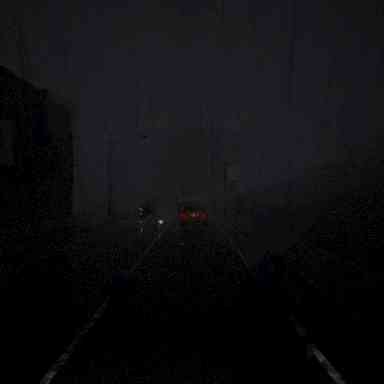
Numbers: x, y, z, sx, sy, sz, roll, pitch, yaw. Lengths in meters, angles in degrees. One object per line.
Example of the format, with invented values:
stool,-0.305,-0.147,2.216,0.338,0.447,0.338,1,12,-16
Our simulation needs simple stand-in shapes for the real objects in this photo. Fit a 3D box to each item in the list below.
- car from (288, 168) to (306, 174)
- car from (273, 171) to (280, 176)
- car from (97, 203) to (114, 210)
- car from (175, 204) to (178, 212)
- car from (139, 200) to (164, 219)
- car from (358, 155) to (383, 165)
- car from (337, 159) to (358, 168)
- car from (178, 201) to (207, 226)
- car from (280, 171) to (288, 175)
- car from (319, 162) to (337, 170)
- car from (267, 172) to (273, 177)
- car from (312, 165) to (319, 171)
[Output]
car,21.595,-4.131,67.156,2.185,1.767,4.553,0,1,-1
car,21.369,-4.233,78.323,2.185,1.767,4.553,0,0,-1
car,-18.110,3.035,69.746,1.895,1.301,4.718,-1,-2,-41
car,-0.984,1.885,41.905,2.033,1.411,5.357,0,-1,-10
car,-3.745,1.512,31.180,2.097,1.767,4.553,0,-1,-2
car,22.506,-3.666,39.620,2.097,1.535,5.008,0,1,-4
car,22.162,-3.714,45.158,2.002,1.452,4.674,0,1,-2
car,0.134,1.541,24.360,1.801,1.575,5.366,0,0,0
car,21.484,-4.015,72.650,2.002,1.452,4.674,0,1,-1
car,21.937,-3.836,50.700,2.231,1.521,4.892,0,1,-1
car,21.257,-4.280,83.842,2.185,1.767,4.553,0,0,-1
car,21.817,-3.901,56.219,2.231,1.521,4.892,0,1,-1
